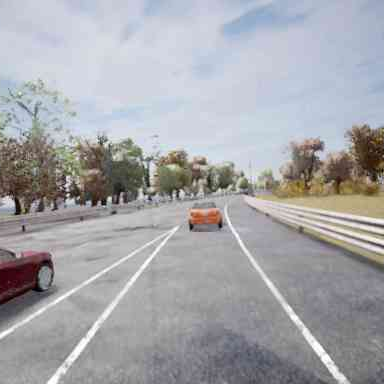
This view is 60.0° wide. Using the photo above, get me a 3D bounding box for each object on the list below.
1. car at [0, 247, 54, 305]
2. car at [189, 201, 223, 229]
[{"bbox_3d":[-4.796,1.788,6.799,1.882,1.535,5.008,-4,0,7],"label":"car"},{"bbox_3d":[0.909,1.383,22.410,2.097,1.767,4.553,-4,-1,3],"label":"car"}]
